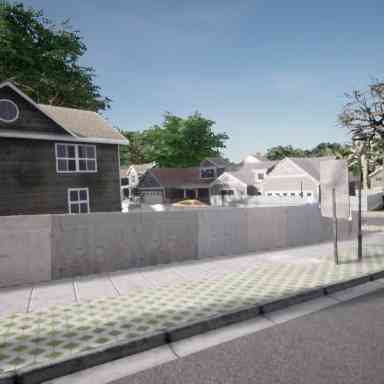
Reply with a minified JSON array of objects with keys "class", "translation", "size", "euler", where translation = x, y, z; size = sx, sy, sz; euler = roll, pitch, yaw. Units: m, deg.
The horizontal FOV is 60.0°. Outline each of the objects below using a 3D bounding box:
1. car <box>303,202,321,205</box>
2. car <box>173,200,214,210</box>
[{"class":"car","translation":[10.224,1.608,26.608],"size":[5.008,1.535,1.882],"euler":[0,3,37]},{"class":"car","translation":[0.149,1.598,34.730],"size":[5.008,1.535,1.882],"euler":[2,4,42]}]
